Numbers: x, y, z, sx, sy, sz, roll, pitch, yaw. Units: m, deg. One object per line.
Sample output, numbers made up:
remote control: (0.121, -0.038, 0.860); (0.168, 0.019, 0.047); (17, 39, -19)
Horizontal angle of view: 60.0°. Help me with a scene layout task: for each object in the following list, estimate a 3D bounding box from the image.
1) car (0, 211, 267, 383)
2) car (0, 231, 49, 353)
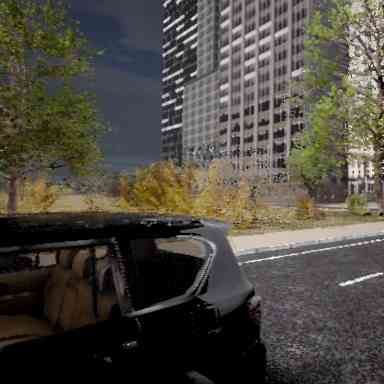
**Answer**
car: (-1.911, 1.219, 2.322); (5.566, 2.045, 2.150); (0, 0, -36)
car: (-4.679, 1.497, 4.339); (4.892, 1.490, 1.837); (0, 0, -36)
